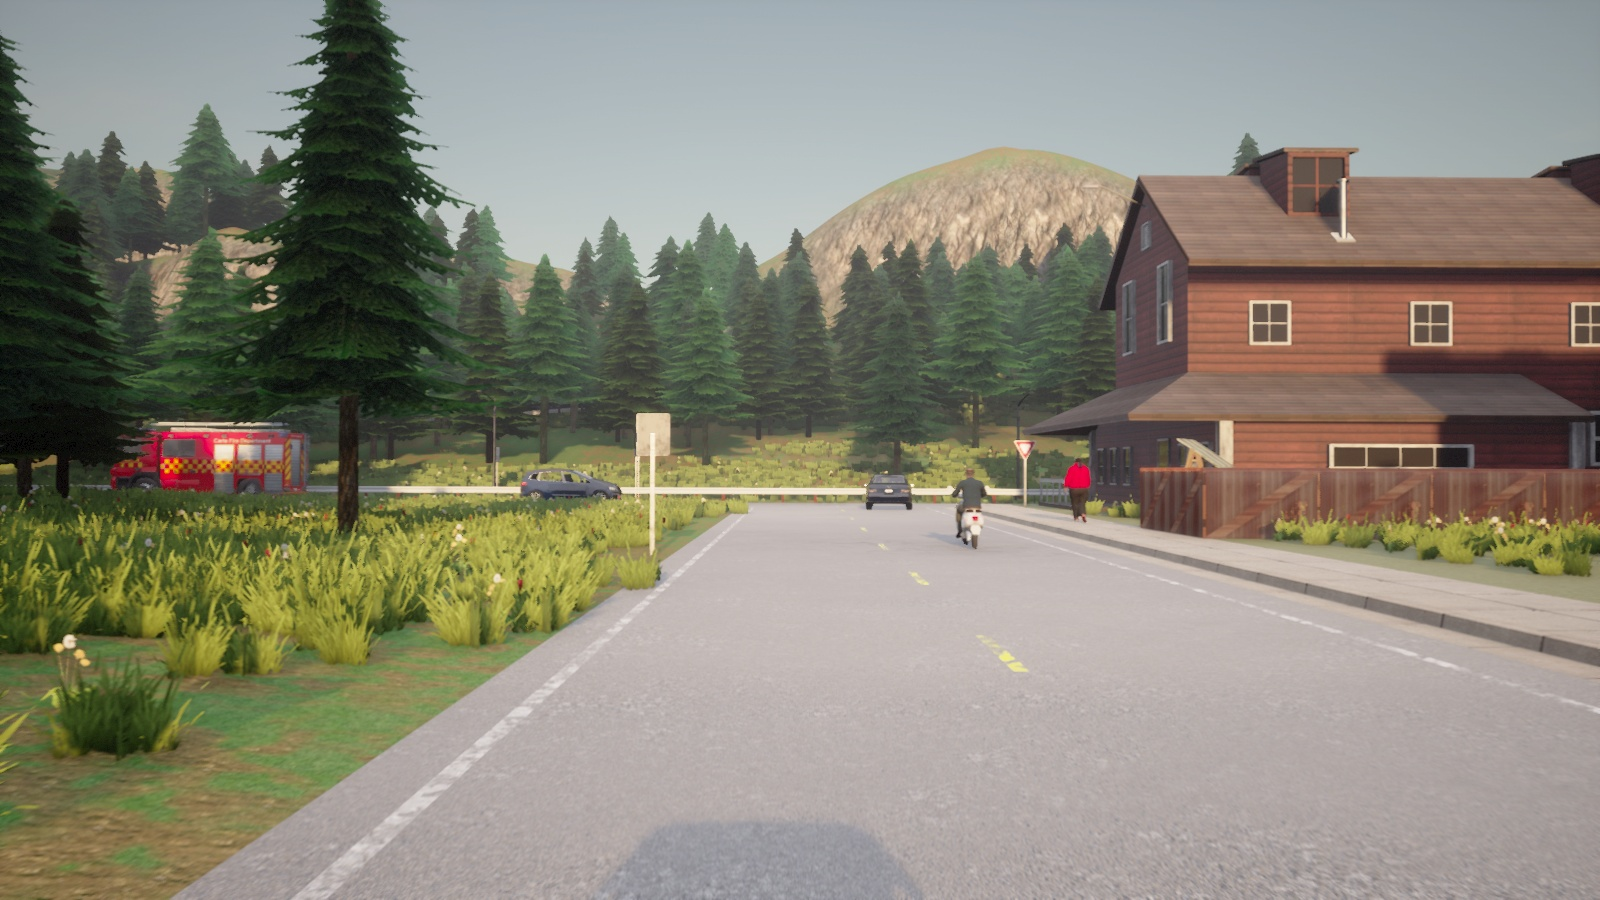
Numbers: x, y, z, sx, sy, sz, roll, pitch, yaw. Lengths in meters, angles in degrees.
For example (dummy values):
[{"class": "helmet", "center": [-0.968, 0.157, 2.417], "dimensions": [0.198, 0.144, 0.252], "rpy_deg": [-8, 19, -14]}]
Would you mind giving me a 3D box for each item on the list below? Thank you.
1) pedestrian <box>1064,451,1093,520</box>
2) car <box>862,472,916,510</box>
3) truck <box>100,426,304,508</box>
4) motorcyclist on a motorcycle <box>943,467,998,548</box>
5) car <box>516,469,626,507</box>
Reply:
[{"class": "pedestrian", "center": [7.604, 0.959, 34.316], "dimensions": [0.634, 1.844, 0.899], "rpy_deg": [0, -1, 2]}, {"class": "car", "center": [3.587, 1.610, 50.284], "dimensions": [2.033, 1.411, 5.357], "rpy_deg": [0, -1, 5]}, {"class": "truck", "center": [-28.827, 0.827, 60.808], "dimensions": [8.468, 3.827, 2.891], "rpy_deg": [0, -1, 0]}, {"class": "motorcyclist on a motorcycle", "center": [3.439, 1.139, 25.477], "dimensions": [0.866, 1.590, 1.817], "rpy_deg": [0, -1, 0]}, {"class": "car", "center": [-10.409, 1.710, 57.362], "dimensions": [4.611, 1.667, 2.242], "rpy_deg": [0, -1, 0]}]
